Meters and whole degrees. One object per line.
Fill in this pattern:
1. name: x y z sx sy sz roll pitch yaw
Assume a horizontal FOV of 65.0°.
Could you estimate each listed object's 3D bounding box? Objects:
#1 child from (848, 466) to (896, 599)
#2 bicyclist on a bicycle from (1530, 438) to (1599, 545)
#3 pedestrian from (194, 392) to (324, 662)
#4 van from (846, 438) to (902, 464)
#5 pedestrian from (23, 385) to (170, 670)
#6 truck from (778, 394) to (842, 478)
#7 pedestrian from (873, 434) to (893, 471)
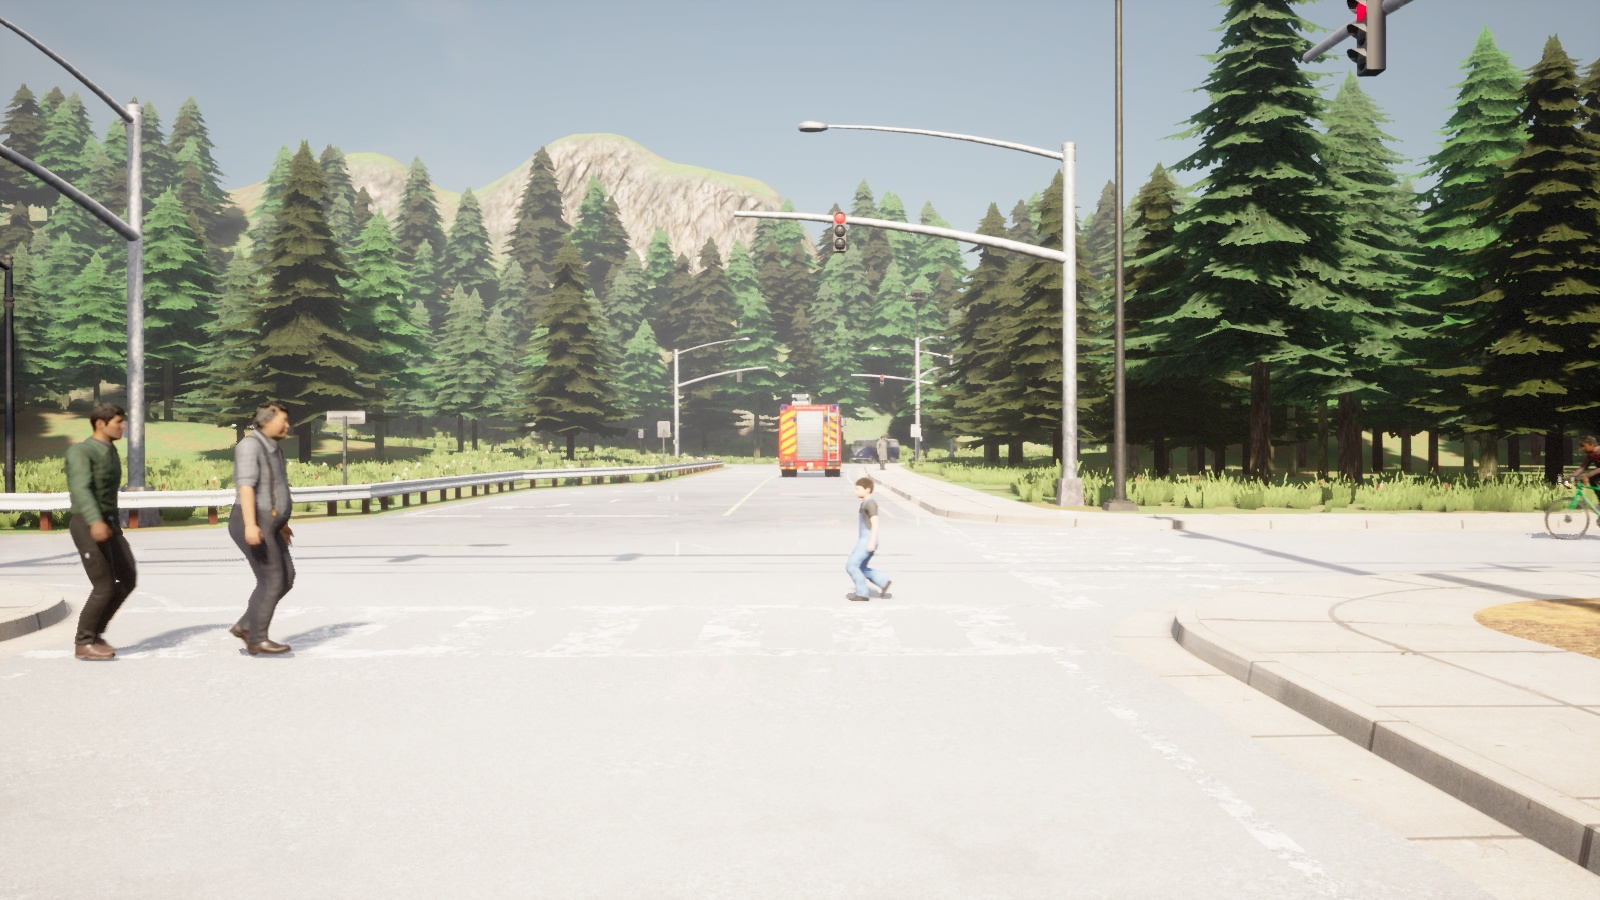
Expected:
1. child: 0.687 0.784 12.076 0.437 1.263 0.270 0 0 -2
2. bicyclist on a bicycle: 12.258 0.623 19.339 1.656 1.620 0.582 -1 0 1
3. pedestrian: -3.820 0.528 8.901 0.694 1.848 0.540 0 0 -4
4. van: 5.804 0.099 98.226 4.442 1.987 1.775 0 0 -44
5. pedestrian: -4.927 0.531 8.823 0.788 1.949 0.423 0 0 -3
6. truck: 0.584 -0.660 61.508 2.891 3.827 8.468 0 0 2
7. pedestrian: 4.351 0.139 66.169 0.659 1.952 0.873 0 0 -32
